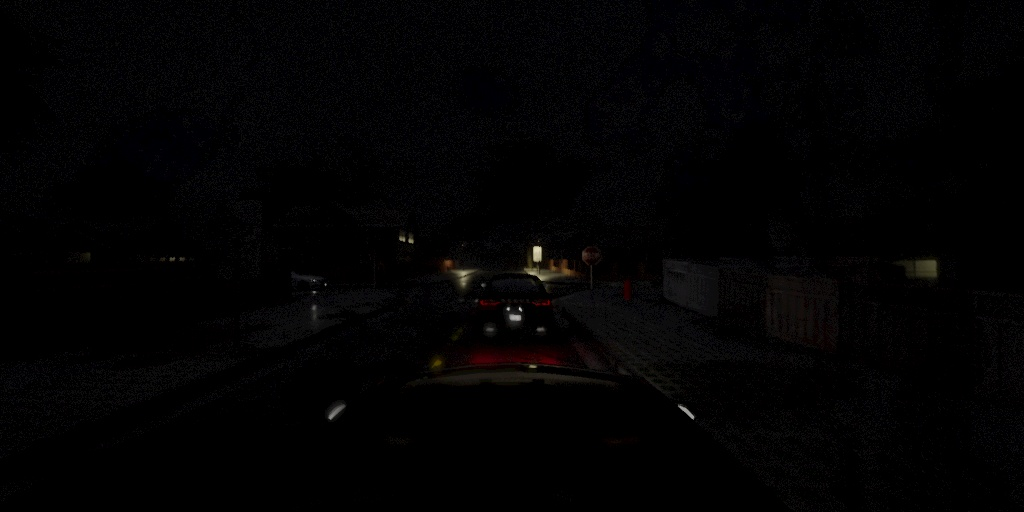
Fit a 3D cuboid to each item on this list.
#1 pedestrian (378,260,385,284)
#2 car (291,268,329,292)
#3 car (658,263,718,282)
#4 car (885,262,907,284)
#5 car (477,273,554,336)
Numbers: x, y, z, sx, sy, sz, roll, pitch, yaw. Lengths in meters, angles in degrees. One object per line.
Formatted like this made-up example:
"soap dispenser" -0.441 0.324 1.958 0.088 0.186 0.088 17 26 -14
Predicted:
"pedestrian" -9.718 1.183 26.635 0.375 1.860 0.375 0 -1 1
"car" -13.128 1.408 20.785 4.674 1.442 1.812 -1 -2 0
"car" 12.202 1.132 23.473 5.008 1.535 1.882 -1 -2 0
"car" 22.536 1.004 23.359 5.008 1.535 1.882 -1 -2 0
"car" 0.079 1.235 10.497 1.882 1.535 5.008 0 0 0
